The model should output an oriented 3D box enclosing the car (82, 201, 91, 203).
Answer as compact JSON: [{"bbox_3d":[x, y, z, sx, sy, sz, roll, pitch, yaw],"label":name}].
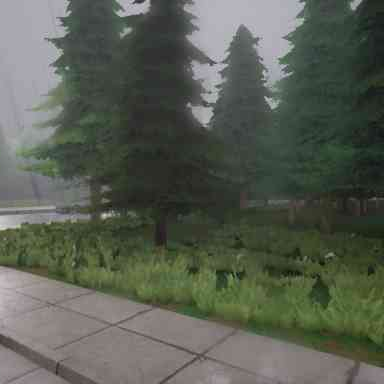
[{"bbox_3d":[-10.793,1.574,32.176,1.895,1.301,4.718,0,0,35],"label":"car"}]
